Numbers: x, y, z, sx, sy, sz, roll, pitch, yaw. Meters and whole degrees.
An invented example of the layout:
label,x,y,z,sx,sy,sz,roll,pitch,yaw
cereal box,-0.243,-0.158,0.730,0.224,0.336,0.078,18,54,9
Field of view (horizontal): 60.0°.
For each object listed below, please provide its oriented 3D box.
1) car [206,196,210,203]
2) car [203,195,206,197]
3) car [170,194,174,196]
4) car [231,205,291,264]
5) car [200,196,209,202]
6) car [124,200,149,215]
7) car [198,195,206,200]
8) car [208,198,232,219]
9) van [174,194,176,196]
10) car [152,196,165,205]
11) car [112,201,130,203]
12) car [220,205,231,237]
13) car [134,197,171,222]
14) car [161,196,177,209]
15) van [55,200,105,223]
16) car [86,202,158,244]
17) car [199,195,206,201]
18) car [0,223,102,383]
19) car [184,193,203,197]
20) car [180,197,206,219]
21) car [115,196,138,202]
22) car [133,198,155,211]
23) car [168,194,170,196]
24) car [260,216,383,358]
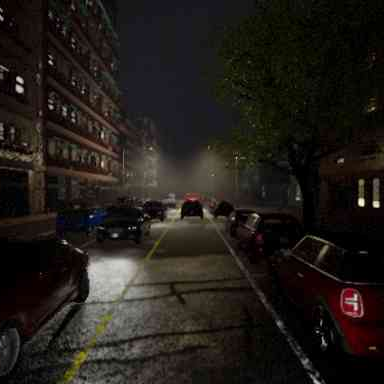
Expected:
label,x,y,z,sx,sy,sz,roll,pitch,yaw
car,2.693,1.407,34.501,1.967,1.590,4.097,0,0,0
car,2.698,1.517,62.985,2.008,1.369,4.403,0,0,0
car,-5.682,1.538,74.381,1.947,1.339,4.313,0,0,0
car,2.690,1.425,11.713,1.967,1.590,4.097,0,0,0
car,2.699,1.517,74.377,1.887,1.381,4.507,0,0,0
car,-5.687,1.533,34.504,1.947,1.339,4.313,0,0,0
car,2.701,1.535,91.468,1.887,1.381,4.507,0,0,0
car,2.693,1.520,28.804,2.008,1.369,4.403,0,0,0
van,-5.681,1.332,91.472,1.690,1.788,3.998,0,0,0
car,-5.684,1.491,57.121,1.752,1.417,4.829,0,0,0
car,-5.689,1.555,23.110,1.802,1.307,4.206,0,0,0
car,2.691,1.560,17.411,1.802,1.307,4.206,0,0,0
car,-3.046,1.448,26.516,1.882,1.535,5.008,0,0,1
car,-2.997,1.566,44.140,1.895,1.301,4.718,0,0,0
van,-5.690,1.319,17.413,1.690,1.788,3.998,0,0,0
car,-3.082,1.472,15.801,2.128,1.511,4.902,0,0,0
car,2.700,1.565,85.770,1.802,1.307,4.206,0,0,0
car,-3.089,1.518,5.517,1.812,1.442,4.674,0,0,0
car,0.079,1.187,45.930,2.150,2.045,5.566,0,0,0
car,0.023,1.447,28.672,1.882,1.535,5.008,0,0,1
car,-5.688,1.284,28.807,2.192,1.841,5.009,0,0,0
car,-5.686,1.517,40.200,2.008,1.369,4.403,0,0,0
car,-5.683,1.511,62.988,1.887,1.381,4.507,0,0,0
car,2.690,1.432,6.017,1.967,1.590,4.097,0,0,0
